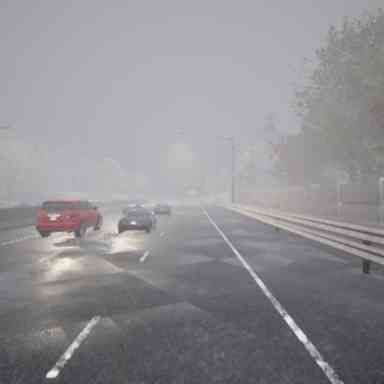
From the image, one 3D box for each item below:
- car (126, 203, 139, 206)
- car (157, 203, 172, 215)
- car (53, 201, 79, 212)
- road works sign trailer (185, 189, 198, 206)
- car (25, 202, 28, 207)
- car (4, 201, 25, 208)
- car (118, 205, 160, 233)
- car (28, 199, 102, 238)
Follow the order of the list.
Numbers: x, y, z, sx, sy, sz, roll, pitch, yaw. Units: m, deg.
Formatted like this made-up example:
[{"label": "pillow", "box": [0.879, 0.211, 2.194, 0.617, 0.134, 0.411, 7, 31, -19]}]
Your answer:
[{"label": "car", "box": [-6.910, 1.981, 39.122, 1.994, 1.385, 4.181, 0, -1, 0]}, {"label": "car", "box": [-3.409, 1.982, 39.210, 1.994, 1.385, 4.181, 0, -1, 0]}, {"label": "car", "box": [-17.574, 2.026, 46.542, 1.812, 1.442, 4.674, 0, -1, 0]}, {"label": "road works sign trailer", "box": [-0.016, 1.238, 69.870, 2.380, 3.560, 2.880, 0, -1, 0]}, {"label": "car", "box": [-21.070, 1.999, 47.202, 2.128, 1.511, 4.902, 0, -1, 0]}, {"label": "car", "box": [-24.569, 2.029, 46.839, 1.812, 1.442, 4.674, 0, -1, 0]}, {"label": "car", "box": [-3.406, 1.789, 21.345, 1.994, 1.385, 4.181, 0, -1, 0]}, {"label": "car", "box": [-6.905, 1.425, 19.236, 2.150, 2.045, 5.566, 0, 0, 0]}]
